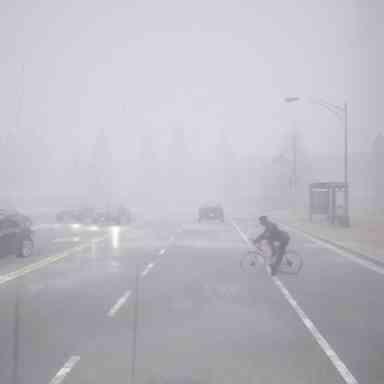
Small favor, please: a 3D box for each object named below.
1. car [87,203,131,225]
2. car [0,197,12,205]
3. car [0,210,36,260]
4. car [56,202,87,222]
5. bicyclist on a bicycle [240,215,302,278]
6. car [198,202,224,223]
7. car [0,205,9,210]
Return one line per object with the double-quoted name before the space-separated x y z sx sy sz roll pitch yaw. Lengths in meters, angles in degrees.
"car" -5.751 1.525 24.378 1.812 1.442 4.674 0 0 4
"car" -28.619 1.449 48.048 4.892 1.490 1.837 0 0 4
"car" -6.621 1.505 10.016 1.837 1.490 4.892 0 0 3
"car" -9.089 1.526 26.555 1.812 1.442 4.674 0 0 3
"bicyclist on a bicycle" 2.094 1.451 8.890 1.656 1.620 0.582 -2 0 3
"car" 1.492 1.477 25.943 1.882 1.535 5.008 0 0 3
"car" -9.744 1.564 16.567 1.994 1.385 4.181 0 0 3
